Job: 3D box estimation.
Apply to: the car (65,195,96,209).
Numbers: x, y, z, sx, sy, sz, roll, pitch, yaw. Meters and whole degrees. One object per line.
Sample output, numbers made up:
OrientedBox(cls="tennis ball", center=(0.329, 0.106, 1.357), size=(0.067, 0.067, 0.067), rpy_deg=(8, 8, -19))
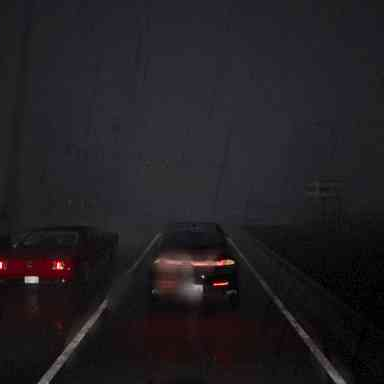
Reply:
OrientedBox(cls="car", center=(-15.060, 1.351, 45.166), size=(2.097, 1.767, 4.553), rpy_deg=(0, 0, 0))

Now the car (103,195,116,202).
OrientedBox(cls="car", center=(-18.439, 1.520, 74.291), size=(1.812, 1.442, 4.674), rpy_deg=(0, 0, 0))

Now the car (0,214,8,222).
OrientedBox(cls="car", center=(-6.933, 1.547, 8.722), size=(2.033, 1.411, 5.357), rpy_deg=(0, 0, 1))

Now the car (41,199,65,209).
OrientedBox(cls="car", center=(-18.560, 1.601, 45.205), size=(1.895, 1.301, 4.718), rpy_deg=(0, 0, 0))

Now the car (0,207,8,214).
OrientedBox(cls="car", center=(-15.081, 1.564, 23.834), size=(1.994, 1.385, 4.181), rpy_deg=(0, 0, 0))

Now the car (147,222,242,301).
OrientedBox(cls="car", center=(0.064, 1.492, 8.291), size=(2.128, 1.511, 4.902), rpy_deg=(0, 0, 1))

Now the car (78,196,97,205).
OrientedBox(cls="car", center=(-18.513, 1.506, 59.290), size=(1.837, 1.490, 4.892), rpy_deg=(0, 0, 0))

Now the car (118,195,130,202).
OrientedBox(cls="car", center=(-14.940, 1.498, 73.289), size=(1.837, 1.490, 4.892), rpy_deg=(0, 0, 0))

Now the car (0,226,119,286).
OrientedBox(cls="car", center=(-3.427, 1.601, 9.379), size=(1.895, 1.301, 4.718), rpy_deg=(0, 0, 0))

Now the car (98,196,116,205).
OrientedBox(cls="car", center=(-15.024, 1.563, 58.251), size=(1.994, 1.385, 4.181), rpy_deg=(0, 0, 0))
